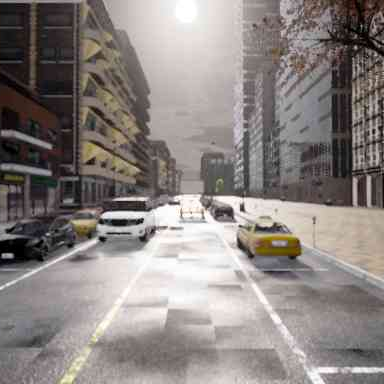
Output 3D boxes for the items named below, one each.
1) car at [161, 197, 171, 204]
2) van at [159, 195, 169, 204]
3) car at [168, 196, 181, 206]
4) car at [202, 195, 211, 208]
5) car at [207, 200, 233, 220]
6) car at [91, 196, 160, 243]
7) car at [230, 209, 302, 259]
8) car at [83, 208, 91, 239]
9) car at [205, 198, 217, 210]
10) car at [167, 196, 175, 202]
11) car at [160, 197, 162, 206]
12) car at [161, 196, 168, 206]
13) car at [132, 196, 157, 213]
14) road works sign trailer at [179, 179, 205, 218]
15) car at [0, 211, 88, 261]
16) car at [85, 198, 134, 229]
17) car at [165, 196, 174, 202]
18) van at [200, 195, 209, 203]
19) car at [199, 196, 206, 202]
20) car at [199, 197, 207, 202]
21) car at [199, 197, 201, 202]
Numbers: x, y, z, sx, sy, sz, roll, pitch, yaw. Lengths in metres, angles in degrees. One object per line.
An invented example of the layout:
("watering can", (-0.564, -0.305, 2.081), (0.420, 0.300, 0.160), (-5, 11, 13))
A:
("car", (-5.660, 1.760, 73.534), (1.752, 1.417, 4.829), (1, 0, 0))
("van", (-5.659, 1.557, 68.136), (1.690, 1.788, 3.998), (1, 0, 0))
("car", (-3.024, 1.749, 58.945), (1.994, 1.385, 4.181), (0, 0, 1))
("car", (2.714, 1.583, 45.852), (1.967, 1.590, 4.097), (1, 0, 0))
("car", (2.708, 1.640, 29.145), (2.008, 1.369, 4.403), (1, 0, 0))
("car", (-3.096, 1.272, 16.837), (2.150, 2.045, 5.566), (0, 0, 0))
("car", (2.705, 1.564, 12.606), (1.752, 1.417, 4.829), (1, 0, 0))
("car", (-5.674, 1.579, 17.838), (1.752, 1.417, 4.829), (1, 0, 0))
("car", (2.710, 1.658, 34.713), (2.008, 1.369, 4.403), (1, 0, 0))
("car", (-5.657, 1.816, 90.243), (1.752, 1.417, 4.829), (1, 0, 0))
("car", (-5.668, 1.687, 45.855), (1.887, 1.381, 4.507), (1, 0, 0))
("car", (-5.665, 1.745, 56.995), (1.947, 1.339, 4.313), (1, 0, 0))
("car", (-5.665, 1.440, 40.286), (2.192, 1.841, 5.009), (1, 0, 0))
("road works sign trailer", (0.006, 0.561, 31.412), (2.380, 3.560, 2.880), (0, 0, 0))
("car", (-5.676, 1.604, 12.438), (1.947, 1.339, 4.313), (1, 0, 0))
("car", (-5.669, 1.387, 23.579), (2.192, 1.841, 5.009), (1, 0, 0))
("car", (-5.658, 1.823, 84.842), (2.008, 1.369, 4.403), (1, 0, 0))
("van", (2.723, 1.576, 73.702), (1.690, 1.788, 3.998), (1, 0, 0))
("car", (2.724, 1.817, 90.579), (1.752, 1.417, 4.829), (1, 0, 0))
("car", (2.722, 1.854, 84.839), (1.802, 1.307, 4.206), (1, 0, 0))
("car", (2.717, 1.619, 56.992), (1.967, 1.590, 4.097), (1, 0, 0))
